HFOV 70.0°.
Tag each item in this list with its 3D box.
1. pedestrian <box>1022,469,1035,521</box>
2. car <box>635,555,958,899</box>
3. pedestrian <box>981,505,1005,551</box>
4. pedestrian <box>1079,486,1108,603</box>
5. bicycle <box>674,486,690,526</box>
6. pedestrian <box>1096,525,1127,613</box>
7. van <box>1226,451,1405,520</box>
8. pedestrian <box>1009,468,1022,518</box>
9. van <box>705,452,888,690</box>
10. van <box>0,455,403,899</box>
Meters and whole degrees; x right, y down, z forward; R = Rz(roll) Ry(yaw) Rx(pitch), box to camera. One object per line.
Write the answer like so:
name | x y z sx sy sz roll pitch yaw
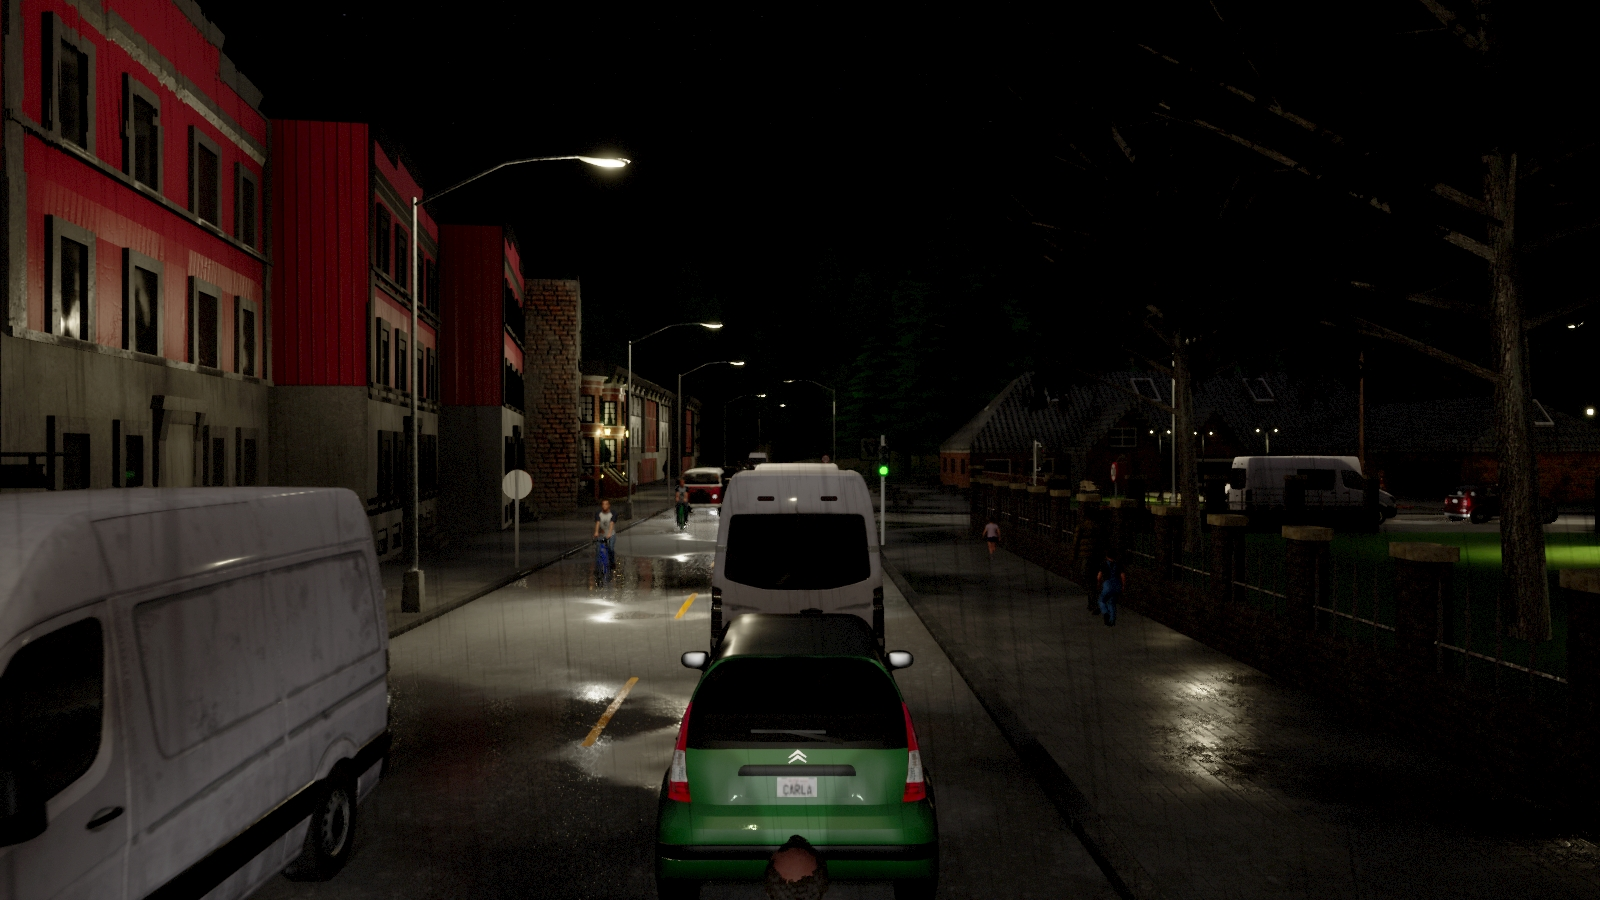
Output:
pedestrian | 8.319 1.629 41.593 0.375 1.860 0.375 0 0 -5
car | -0.023 1.779 8.527 1.851 1.617 3.988 0 0 0
pedestrian | 4.747 1.904 28.068 0.500 1.100 0.500 0 0 0
pedestrian | 4.764 1.525 18.545 0.375 1.860 0.375 0 0 0
bicycle | -4.092 1.936 39.633 0.373 1.296 1.643 0 0 0
pedestrian | 4.752 1.805 17.430 0.375 1.300 0.375 0 0 0
van | 19.552 1.314 43.543 5.915 2.561 1.988 0 0 1
pedestrian | 8.119 1.629 43.017 0.375 1.860 0.375 0 0 -5
van | -0.048 1.314 15.312 1.988 2.561 5.915 0 0 0
van | -4.027 1.315 5.796 1.988 2.561 5.915 0 0 0
